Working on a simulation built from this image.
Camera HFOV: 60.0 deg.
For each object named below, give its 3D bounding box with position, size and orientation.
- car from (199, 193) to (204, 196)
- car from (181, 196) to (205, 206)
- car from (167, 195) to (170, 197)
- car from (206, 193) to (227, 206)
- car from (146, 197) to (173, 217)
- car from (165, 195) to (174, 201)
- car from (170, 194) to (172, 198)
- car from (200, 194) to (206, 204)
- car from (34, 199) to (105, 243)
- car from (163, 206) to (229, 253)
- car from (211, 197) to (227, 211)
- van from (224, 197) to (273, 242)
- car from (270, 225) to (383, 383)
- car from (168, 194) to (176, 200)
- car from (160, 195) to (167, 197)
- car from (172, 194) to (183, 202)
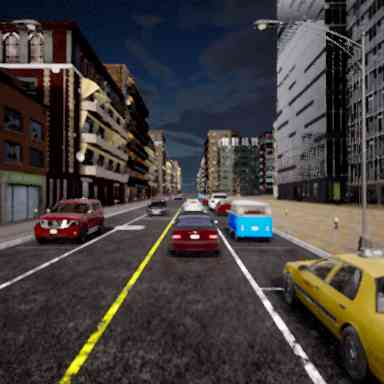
[{"bbox_3d":[2.736,1.489,66.259,2.008,1.369,4.403,1,0,0],"label":"car"},{"bbox_3d":[0.117,1.491,34.785,1.812,1.442,4.674,0,0,0],"label":"car"},{"bbox_3d":[-5.647,1.509,60.695,1.947,1.339,4.313,1,0,0],"label":"car"},{"bbox_3d":[3.127,1.189,39.220,2.150,2.045,5.566,0,0,0],"label":"car"},{"bbox_3d":[-3.083,1.494,30.979,1.812,1.442,4.674,0,0,0],"label":"car"},{"bbox_3d":[-5.636,1.508,82.974,1.802,1.307,4.206,1,0,0],"label":"car"},{"bbox_3d":[-5.643,1.378,66.265,1.967,1.590,4.097,1,0,0],"label":"car"},{"bbox_3d":[2.730,1.492,55.120,1.887,1.381,4.507,1,0,0],"label":"car"},{"bbox_3d":[-5.667,1.298,16.137,2.192,1.841,5.009,1,0,0],"label":"car"},{"bbox_3d":[0.102,1.532,13.531,2.033,1.411,5.357,0,0,0],"label":"car"},{"bbox_3d":[3.165,1.493,32.189,1.812,1.442,4.674,0,0,0],"label":"car"},{"bbox_3d":[2.713,1.324,16.132,1.690,1.788,3.998,1,0,0],"label":"van"},{"bbox_3d":[2.705,1.519,5.162,1.752,1.417,4.829,1,0,0],"label":"car"},{"bbox_3d":[-5.633,1.358,94.114,1.967,1.590,4.097,1,0,0],"label":"car"},{"bbox_3d":[-5.650,1.492,55.126,1.887,1.381,4.507,1,0,0],"label":"car"},{"bbox_3d":[-2.962,1.422,72.733,1.895,1.301,4.718,0,0,0],"label":"car"}]
